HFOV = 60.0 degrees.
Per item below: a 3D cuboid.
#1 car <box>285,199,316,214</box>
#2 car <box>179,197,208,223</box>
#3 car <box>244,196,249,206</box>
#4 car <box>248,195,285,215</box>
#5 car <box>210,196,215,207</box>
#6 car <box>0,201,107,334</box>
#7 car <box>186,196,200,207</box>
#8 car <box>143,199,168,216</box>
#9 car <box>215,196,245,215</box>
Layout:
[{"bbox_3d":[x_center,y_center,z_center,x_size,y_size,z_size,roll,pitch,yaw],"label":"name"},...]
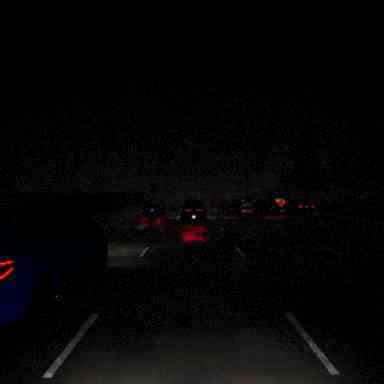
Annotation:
[{"bbox_3d":[10.525,1.398,33.002,2.033,1.411,5.357,0,0,0],"label":"car"},{"bbox_3d":[0.119,1.392,24.516,1.837,1.490,4.892,0,0,0],"label":"car"},{"bbox_3d":[7.071,1.289,44.444,2.128,1.511,4.902,0,0,1],"label":"car"},{"bbox_3d":[7.029,1.332,31.909,1.882,1.535,5.008,0,1,0],"label":"car"},{"bbox_3d":[3.580,1.270,45.353,1.882,1.535,5.008,0,0,1],"label":"car"},{"bbox_3d":[-3.397,1.190,6.813,2.150,2.045,5.566,0,0,0],"label":"car"},{"bbox_3d":[0.132,1.342,48.710,1.994,1.385,4.181,0,0,0],"label":"car"},{"bbox_3d":[-3.376,1.384,30.695,1.812,1.442,4.674,0,0,0],"label":"car"},{"bbox_3d":[3.528,1.332,31.894,1.882,1.535,5.008,0,1,0],"label":"car"}]
